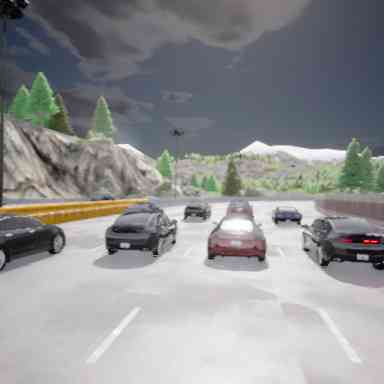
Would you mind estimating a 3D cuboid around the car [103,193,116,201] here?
[{"bbox_3d":[-13.145,1.277,58.866,1.994,1.385,4.181,1,0,20],"label":"car"}]

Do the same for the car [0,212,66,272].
[{"bbox_3d":[-5.736,1.385,10.198,1.837,1.490,4.892,1,0,9],"label":"car"}]

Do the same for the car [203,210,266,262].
[{"bbox_3d":[1.686,1.593,12.484,1.994,1.385,4.181,1,0,8],"label":"car"}]

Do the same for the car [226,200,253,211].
[{"bbox_3d":[3.936,1.423,27.310,2.097,1.767,4.553,1,0,10],"label":"car"}]

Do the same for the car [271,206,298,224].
[{"bbox_3d":[7.195,1.740,25.702,1.895,1.301,4.718,1,0,10],"label":"car"}]

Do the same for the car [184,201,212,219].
[{"bbox_3d":[0.533,1.509,28.198,1.837,1.490,4.892,1,0,10],"label":"car"}]

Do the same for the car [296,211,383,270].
[{"bbox_3d":[5.094,1.602,11.606,1.837,1.490,4.892,1,-1,9],"label":"car"}]

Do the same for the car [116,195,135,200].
[{"bbox_3d":[-10.260,1.265,56.537,2.128,1.511,4.902,1,0,20],"label":"car"}]

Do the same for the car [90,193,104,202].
[{"bbox_3d":[-16.356,1.000,60.293,2.097,1.767,4.553,1,0,20],"label":"car"}]

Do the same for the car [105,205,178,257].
[{"bbox_3d":[-1.776,1.464,12.986,1.837,1.490,4.892,1,0,9],"label":"car"}]

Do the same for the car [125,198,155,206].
[{"bbox_3d":[-3.585,1.467,24.938,2.033,1.411,5.357,1,0,9],"label":"car"}]

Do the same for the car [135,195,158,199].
[{"bbox_3d":[-7.095,1.364,55.000,1.812,1.442,4.674,1,0,20],"label":"car"}]
